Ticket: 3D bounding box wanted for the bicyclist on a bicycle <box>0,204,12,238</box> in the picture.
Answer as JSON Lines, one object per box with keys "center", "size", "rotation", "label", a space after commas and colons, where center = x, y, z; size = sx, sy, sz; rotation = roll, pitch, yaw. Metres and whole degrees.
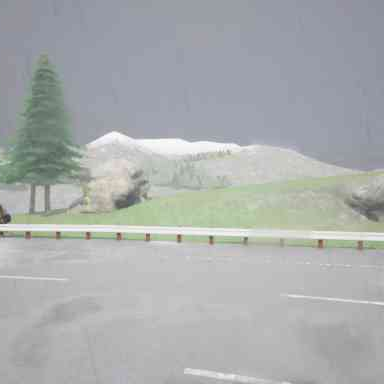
{"center": [-9.207, 1.431, 16.100], "size": [0.582, 1.620, 1.656], "rotation": [0, -5, 6], "label": "bicyclist on a bicycle"}
